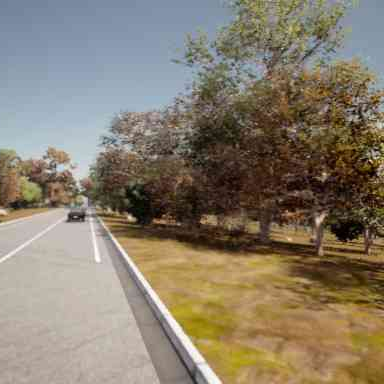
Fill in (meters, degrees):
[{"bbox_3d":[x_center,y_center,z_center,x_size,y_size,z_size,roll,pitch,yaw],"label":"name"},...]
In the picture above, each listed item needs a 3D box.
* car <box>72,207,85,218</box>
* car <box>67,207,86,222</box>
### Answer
[{"bbox_3d":[-17.315,3.075,50.978,1.837,1.490,4.892,2,-2,-18],"label":"car"},{"bbox_3d":[-13.607,2.684,39.154,1.882,1.535,5.008,2,-2,-17],"label":"car"}]
